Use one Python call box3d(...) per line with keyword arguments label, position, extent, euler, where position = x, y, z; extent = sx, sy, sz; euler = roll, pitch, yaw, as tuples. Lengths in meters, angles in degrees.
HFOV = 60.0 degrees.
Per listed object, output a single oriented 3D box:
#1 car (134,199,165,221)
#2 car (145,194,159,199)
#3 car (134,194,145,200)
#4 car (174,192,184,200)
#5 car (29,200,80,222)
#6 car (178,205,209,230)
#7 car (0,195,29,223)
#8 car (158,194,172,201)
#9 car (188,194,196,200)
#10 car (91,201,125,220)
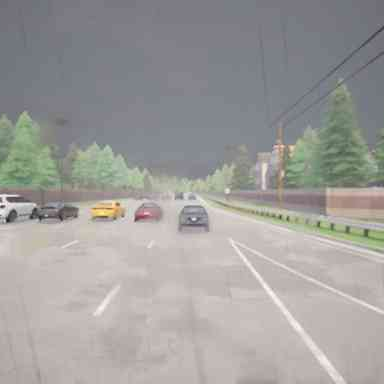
box3d(label="car", position=(-3.391, 1.549, 26.847), extent=(1.994, 1.385, 4.181), euler=(0, 0, 0))
box3d(label="car", position=(-10.474, 1.298, 87.763), extent=(2.097, 1.767, 4.553), euler=(0, 0, 0))
box3d(label="car", position=(-13.974, 1.482, 87.377), extent=(2.033, 1.411, 5.357), euler=(0, 0, 0))
box3d(label="car", position=(-3.474, 1.167, 87.404), extent=(2.150, 2.045, 5.566), euler=(0, 0, 0))
box3d(label="car", position=(-10.392, 1.477, 26.155), extent=(2.128, 1.511, 4.902), euler=(0, 0, 0))
box3d(label="car", position=(0.107, 1.535, 20.774), extent=(2.033, 1.411, 5.357), euler=(0, 0, 0))
box3d(label="car", position=(-13.892, 1.207, 25.405), extent=(2.150, 2.045, 5.566), euler=(0, 0, 0))
box3d(label="car", position=(-6.974, 1.467, 87.375), extent=(2.128, 1.511, 4.902), euler=(0, 0, 0))
box3d(label="car", position=(0.026, 1.298, 87.760), extent=(2.097, 1.767, 4.553), euler=(0, 0, 0))
box3d(label="car", position=(-6.891, 1.462, 27.772), extent=(1.882, 1.535, 5.008), euler=(0, 0, 0))
